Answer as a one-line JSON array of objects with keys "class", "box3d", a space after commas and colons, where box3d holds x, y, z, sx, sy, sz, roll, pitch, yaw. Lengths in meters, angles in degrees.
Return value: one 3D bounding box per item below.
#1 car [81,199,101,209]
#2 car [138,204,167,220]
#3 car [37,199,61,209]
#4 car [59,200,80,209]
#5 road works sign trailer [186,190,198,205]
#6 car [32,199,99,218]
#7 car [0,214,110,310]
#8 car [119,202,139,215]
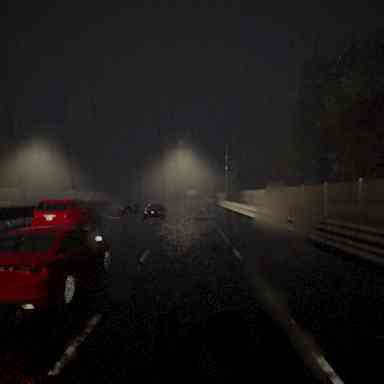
[{"class": "car", "box3d": [-17.533, 2.052, 57.894, 1.837, 1.490, 4.892, 0, 0, 1]}, {"class": "car", "box3d": [-3.397, 1.833, 31.205, 2.033, 1.411, 5.357, 0, -1, 0]}, {"class": "car", "box3d": [-24.529, 2.018, 57.097, 1.882, 1.535, 5.008, 0, -1, 1]}, {"class": "car", "box3d": [-21.030, 2.107, 57.409, 1.994, 1.385, 4.181, 0, -1, 1]}, {"class": "road works sign trailer", "box3d": [0.004, 1.214, 77.212, 2.380, 3.560, 2.880, 0, -1, 0]}, {"class": "car", "box3d": [-6.898, 1.393, 18.754, 2.150, 2.045, 5.566, 0, 0, 0]}, {"class": "car", "box3d": [-3.404, 1.550, 8.122, 1.882, 1.535, 5.008, 0, 0, 0]}, {"class": "car", "box3d": [-6.897, 1.876, 37.979, 1.812, 1.442, 4.674, 0, 0, 0]}]
